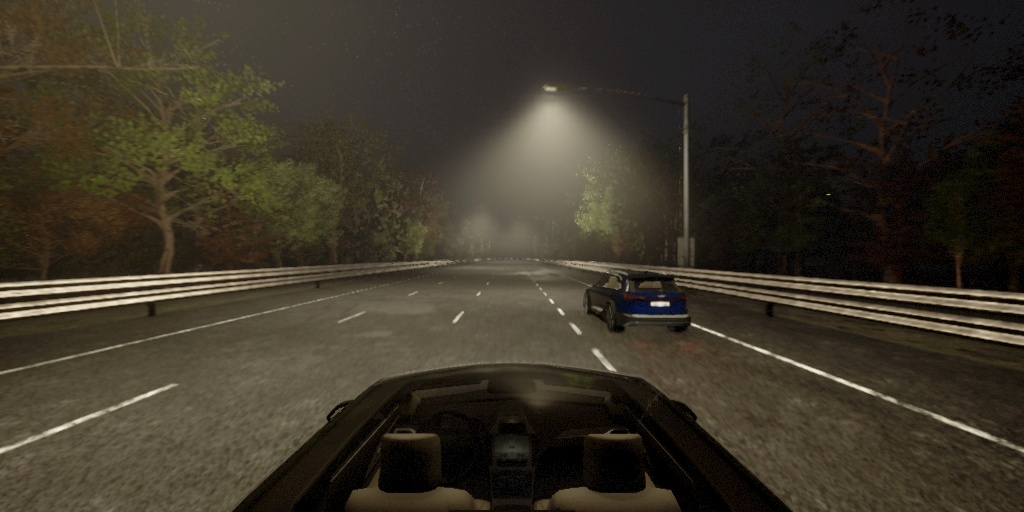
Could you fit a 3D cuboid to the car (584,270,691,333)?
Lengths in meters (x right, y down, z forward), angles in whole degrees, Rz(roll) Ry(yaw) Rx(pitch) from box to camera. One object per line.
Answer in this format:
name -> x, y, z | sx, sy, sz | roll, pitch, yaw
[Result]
car -> 3.509, 1.217, 10.787 | 2.033, 1.649, 4.856 | 0, 0, 0
